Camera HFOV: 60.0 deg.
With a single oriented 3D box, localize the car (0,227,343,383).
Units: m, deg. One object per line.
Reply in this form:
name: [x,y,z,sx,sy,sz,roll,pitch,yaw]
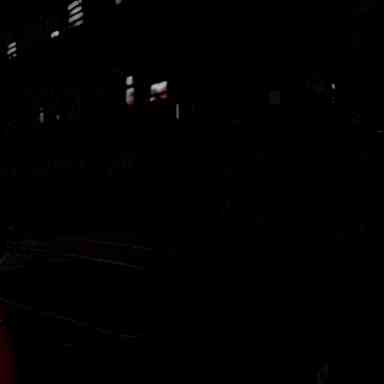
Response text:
car: [-1.061,1.329,3.646,5.009,1.841,2.192,0,-1,35]
